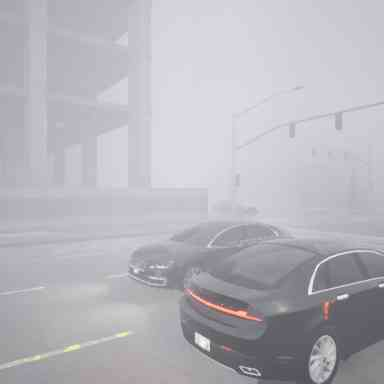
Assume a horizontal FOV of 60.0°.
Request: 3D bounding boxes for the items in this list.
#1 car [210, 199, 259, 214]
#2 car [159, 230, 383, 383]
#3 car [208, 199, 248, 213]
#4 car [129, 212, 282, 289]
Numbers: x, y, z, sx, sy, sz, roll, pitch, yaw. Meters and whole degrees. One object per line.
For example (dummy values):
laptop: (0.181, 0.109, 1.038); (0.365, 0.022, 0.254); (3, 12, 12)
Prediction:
car: (4.128, 1.601, 31.696); (1.895, 1.301, 4.718); (0, 0, -36)
car: (2.106, 1.505, 5.292); (4.892, 1.490, 1.837); (0, 0, -35)
car: (3.991, 1.526, 37.850); (1.812, 1.442, 4.674); (0, 0, -36)
car: (0.730, 1.505, 8.814); (4.892, 1.490, 1.837); (0, 0, -36)
